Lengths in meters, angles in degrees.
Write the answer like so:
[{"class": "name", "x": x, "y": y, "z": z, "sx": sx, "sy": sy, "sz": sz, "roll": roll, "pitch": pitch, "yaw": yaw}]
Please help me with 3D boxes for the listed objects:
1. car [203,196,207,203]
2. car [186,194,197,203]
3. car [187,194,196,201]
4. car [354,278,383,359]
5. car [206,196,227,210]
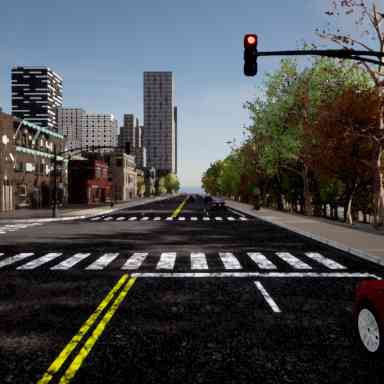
[{"class": "car", "x": 3.209, "y": 1.479, "z": 66.442, "sx": 1.837, "sy": 1.490, "sz": 4.892, "roll": 0, "pitch": 0, "yaw": 0}, {"class": "car", "x": -0.143, "y": 1.501, "z": 66.011, "sx": 1.812, "sy": 1.442, "sz": 4.674, "roll": 0, "pitch": 0, "yaw": 0}, {"class": "car", "x": -0.164, "y": 1.279, "z": 76.013, "sx": 1.882, "sy": 1.535, "sz": 5.008, "roll": 0, "pitch": 0, "yaw": 0}, {"class": "car", "x": 3.344, "y": 1.477, "z": 2.962, "sx": 1.882, "sy": 1.535, "sz": 5.008, "roll": 0, "pitch": 0, "yaw": 0}, {"class": "car", "x": 3.264, "y": 1.534, "z": 41.543, "sx": 2.033, "sy": 1.411, "sz": 5.357, "roll": 0, "pitch": 0, "yaw": 0}]
